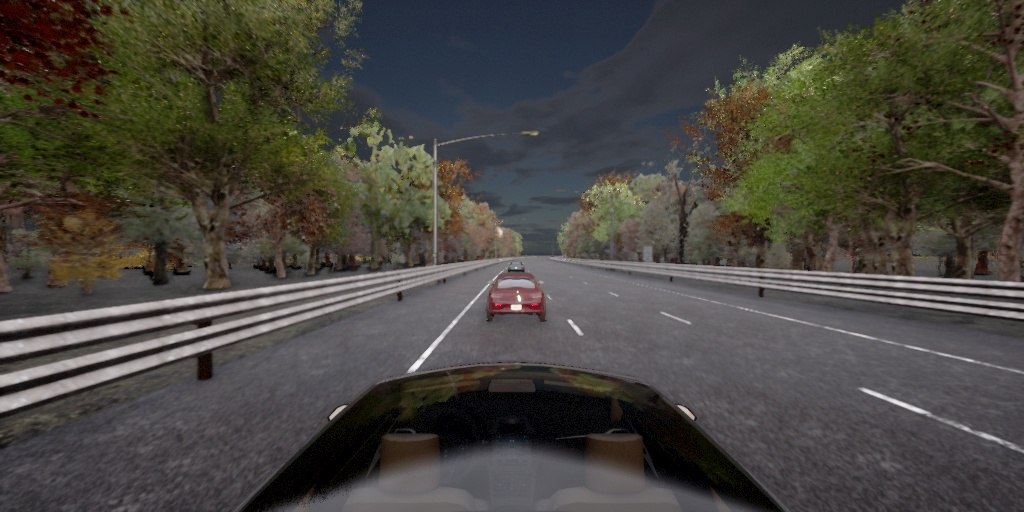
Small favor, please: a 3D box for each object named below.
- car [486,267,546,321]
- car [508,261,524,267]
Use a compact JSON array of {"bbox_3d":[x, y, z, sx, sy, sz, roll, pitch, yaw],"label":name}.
[{"bbox_3d":[0.135,1.274,12.346,1.812,1.442,4.674,0,0,0],"label":"car"},{"bbox_3d":[0.506,1.306,42.537,1.994,1.385,4.181,0,0,1],"label":"car"}]
